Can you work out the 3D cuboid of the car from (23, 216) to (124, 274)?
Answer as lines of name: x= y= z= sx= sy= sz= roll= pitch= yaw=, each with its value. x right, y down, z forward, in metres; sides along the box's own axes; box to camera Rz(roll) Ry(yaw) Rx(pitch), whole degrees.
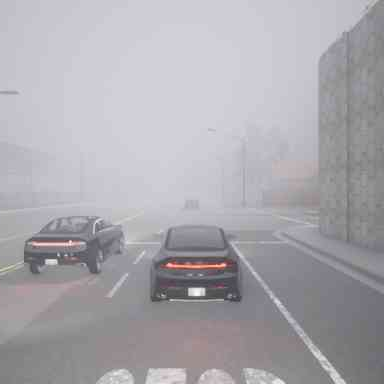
car: x=-3.430 y=1.490 z=10.520 sx=2.128 sy=1.511 sz=4.902 roll=0 pitch=0 yaw=0

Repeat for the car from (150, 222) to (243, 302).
car: x=0.078 y=1.504 z=8.252 sx=1.837 sy=1.490 sz=4.892 roll=0 pitch=0 yaw=0

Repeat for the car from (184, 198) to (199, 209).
car: x=-0.026 y=1.486 z=44.226 sx=2.128 sy=1.511 sz=4.902 roll=0 pitch=0 yaw=0
